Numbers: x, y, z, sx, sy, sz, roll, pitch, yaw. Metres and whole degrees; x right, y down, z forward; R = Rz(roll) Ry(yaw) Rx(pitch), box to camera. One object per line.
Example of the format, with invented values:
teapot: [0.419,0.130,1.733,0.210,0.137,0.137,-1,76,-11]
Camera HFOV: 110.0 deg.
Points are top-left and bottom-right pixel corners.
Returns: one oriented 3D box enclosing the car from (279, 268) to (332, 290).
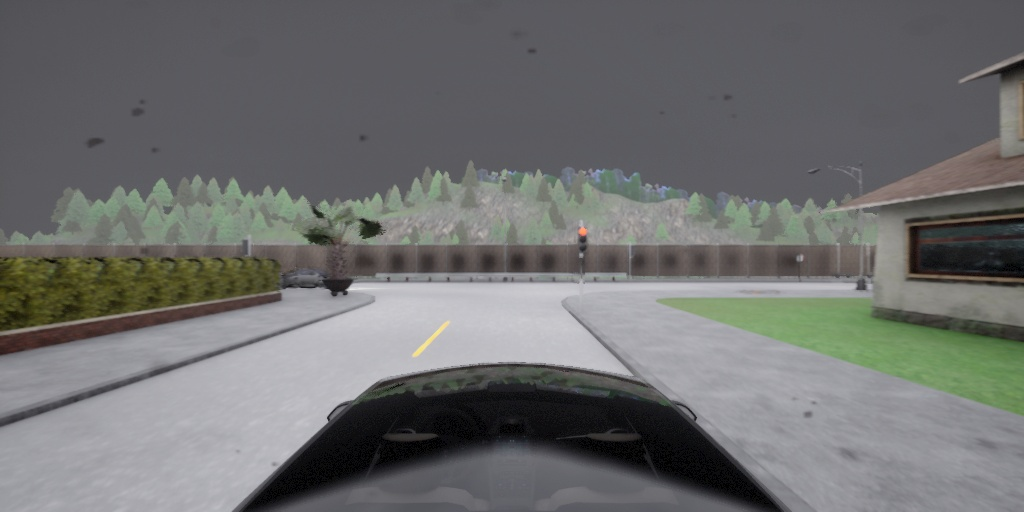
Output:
car: [-12.885,1.480,23.114,4.181,1.385,1.994,1,0,0]
